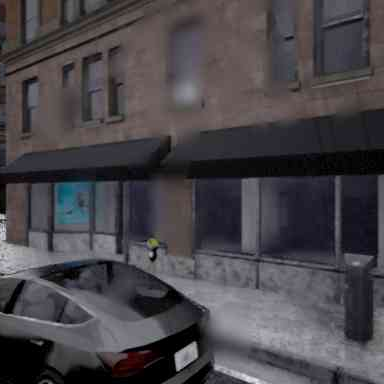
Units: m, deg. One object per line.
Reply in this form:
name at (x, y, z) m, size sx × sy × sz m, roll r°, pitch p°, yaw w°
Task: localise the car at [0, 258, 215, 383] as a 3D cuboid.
car at (-1.742, 1.565, 4.324) m, size 4.313 × 1.339 × 1.947 m, roll 0°, pitch 0°, yaw 36°
